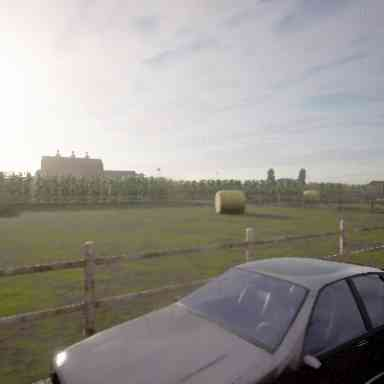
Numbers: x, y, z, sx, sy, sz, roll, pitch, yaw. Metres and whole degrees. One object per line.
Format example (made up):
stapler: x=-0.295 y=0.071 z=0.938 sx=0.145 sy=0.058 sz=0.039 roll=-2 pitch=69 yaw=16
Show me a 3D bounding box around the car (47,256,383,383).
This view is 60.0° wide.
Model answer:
car: x=1.213 y=1.557 z=3.932 sx=5.357 sy=1.411 sz=2.033 roll=0 pitch=0 yaw=-35
